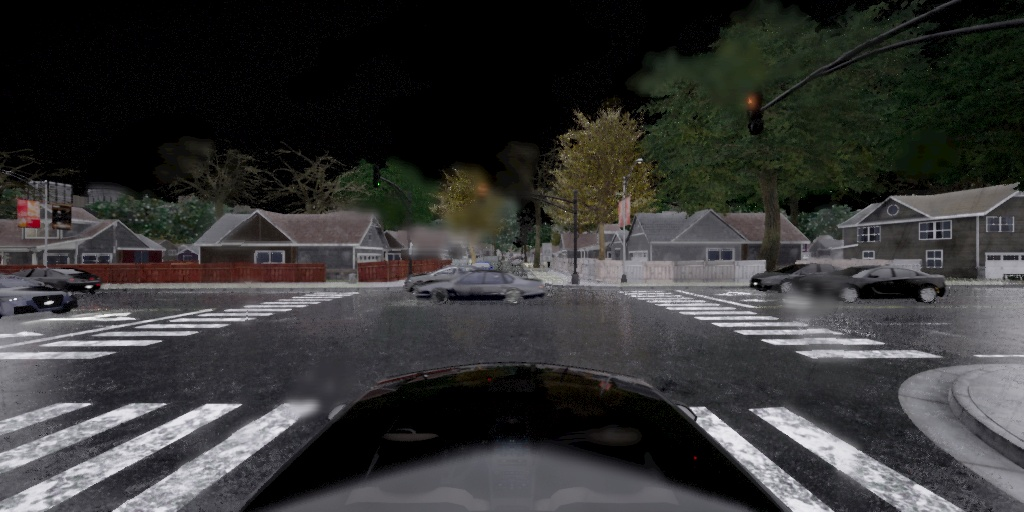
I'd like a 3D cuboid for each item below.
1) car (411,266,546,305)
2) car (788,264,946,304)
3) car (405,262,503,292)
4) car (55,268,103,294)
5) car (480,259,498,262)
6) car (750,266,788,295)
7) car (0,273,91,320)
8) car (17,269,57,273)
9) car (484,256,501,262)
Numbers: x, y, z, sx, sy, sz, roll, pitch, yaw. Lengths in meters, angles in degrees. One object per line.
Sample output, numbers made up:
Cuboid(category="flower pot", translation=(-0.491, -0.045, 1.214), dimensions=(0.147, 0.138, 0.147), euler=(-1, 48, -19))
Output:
Cuboid(category="car", translation=(-1.250, 1.300, 15.329), dimensions=(5.357, 1.411, 2.033), euler=(0, 0, 1))
Cuboid(category="car", translation=(14.969, 1.129, 15.066), dimensions=(5.008, 1.535, 1.882), euler=(0, 0, 1))
Cuboid(category="car", translation=(-3.028, 1.245, 18.606), dimensions=(4.902, 1.511, 2.128), euler=(0, 0, 1))
Cuboid(category="car", translation=(-24.688, 1.391, 18.946), dimensions=(4.892, 1.490, 1.837), euler=(0, 0, 1))
Cuboid(category="car", translation=(-2.594, 1.241, 31.411), dimensions=(1.882, 1.535, 5.008), euler=(0, 0, 1))
Cuboid(category="car", translation=(14.901, 1.155, 18.323), dimensions=(4.892, 1.490, 1.837), euler=(0, 0, 1))
Cuboid(category="car", translation=(-17.598, 1.410, 12.136), dimensions=(4.181, 1.385, 1.994), euler=(0, 0, 1))
Cuboid(category="car", translation=(-23.325, 1.443, 15.676), dimensions=(4.181, 1.385, 1.994), euler=(0, 0, 1))
Cuboid(category="car", translation=(-2.400, 0.994, 41.647), dimensions=(2.150, 2.045, 5.566), euler=(0, 0, 1))
